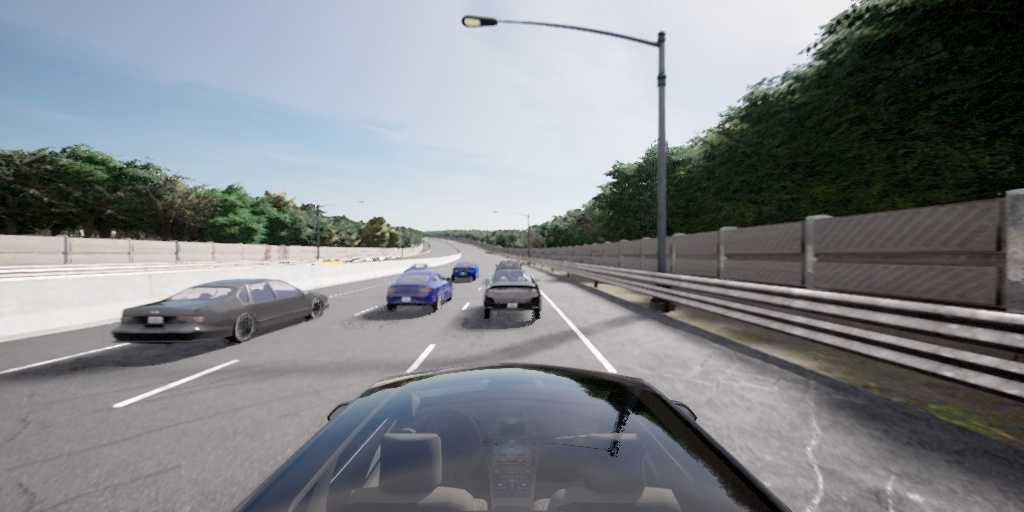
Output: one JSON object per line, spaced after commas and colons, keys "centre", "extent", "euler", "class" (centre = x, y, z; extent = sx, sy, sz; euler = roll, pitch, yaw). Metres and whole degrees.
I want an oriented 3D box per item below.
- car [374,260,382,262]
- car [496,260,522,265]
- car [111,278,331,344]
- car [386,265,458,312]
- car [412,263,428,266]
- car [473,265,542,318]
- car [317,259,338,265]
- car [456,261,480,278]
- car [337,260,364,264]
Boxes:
{"centre": [-18.628, 1.196, 51.247], "extent": [1.994, 1.385, 4.181], "euler": [0, 0, -2], "class": "car"}
{"centre": [-0.241, 1.056, 28.014], "extent": [2.097, 1.767, 4.553], "euler": [0, 0, -1], "class": "car"}
{"centre": [-6.988, 1.296, 9.547], "extent": [2.033, 1.411, 5.357], "euler": [0, 0, 0], "class": "car"}
{"centre": [-3.500, 1.267, 14.135], "extent": [1.812, 1.442, 4.674], "euler": [0, 0, 0], "class": "car"}
{"centre": [-7.255, 1.277, 28.832], "extent": [1.994, 1.385, 4.181], "euler": [0, 0, -1], "class": "car"}
{"centre": [0.002, 1.230, 12.888], "extent": [2.128, 1.511, 4.902], "euler": [0, 0, 0], "class": "car"}
{"centre": [-25.594, 1.128, 50.474], "extent": [1.882, 1.535, 5.008], "euler": [0, 0, -2], "class": "car"}
{"centre": [-3.771, 1.182, 29.723], "extent": [1.882, 1.535, 5.008], "euler": [0, 0, -1], "class": "car"}
{"centre": [-22.084, 1.245, 50.218], "extent": [1.895, 1.301, 4.718], "euler": [0, 0, -2], "class": "car"}
